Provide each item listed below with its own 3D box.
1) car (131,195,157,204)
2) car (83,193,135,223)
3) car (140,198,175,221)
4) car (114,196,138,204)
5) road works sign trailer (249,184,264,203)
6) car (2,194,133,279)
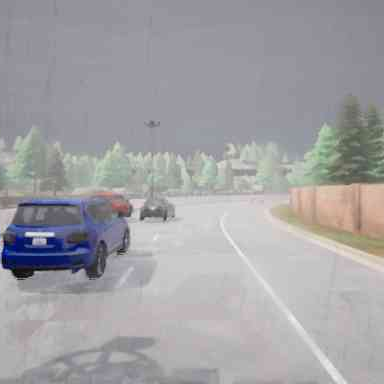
[{"bbox_3d":[-8.401,1.343,58.889,2.033,1.411,5.357,0,0,24],"label":"car"},{"bbox_3d":[-6.278,1.131,25.893,2.150,2.045,5.566,0,0,6],"label":"car"},{"bbox_3d":[-2.640,1.260,26.492,2.097,1.767,4.553,0,0,6],"label":"car"},{"bbox_3d":[-11.821,1.393,59.831,1.895,1.301,4.718,0,0,24],"label":"car"},{"bbox_3d":[12.060,0.252,60.923,2.380,3.560,2.880,0,0,34],"label":"road works sign trailer"},{"bbox_3d":[-3.397,1.186,10.097,2.150,2.045,5.566,0,0,0],"label":"car"}]
